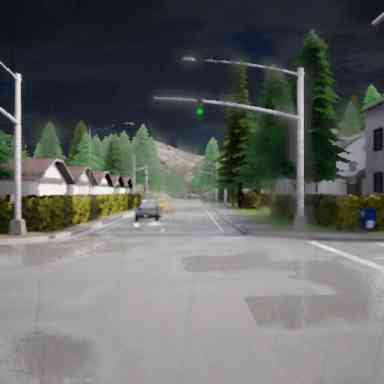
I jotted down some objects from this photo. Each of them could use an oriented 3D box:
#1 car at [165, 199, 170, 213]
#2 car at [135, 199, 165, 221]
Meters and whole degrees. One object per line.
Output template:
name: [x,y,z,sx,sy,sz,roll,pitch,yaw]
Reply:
car: [-3.562,1.534,38.286,1.882,1.535,5.008,0,0,1]
car: [-3.566,1.568,27.814,1.812,1.442,4.674,0,0,0]
